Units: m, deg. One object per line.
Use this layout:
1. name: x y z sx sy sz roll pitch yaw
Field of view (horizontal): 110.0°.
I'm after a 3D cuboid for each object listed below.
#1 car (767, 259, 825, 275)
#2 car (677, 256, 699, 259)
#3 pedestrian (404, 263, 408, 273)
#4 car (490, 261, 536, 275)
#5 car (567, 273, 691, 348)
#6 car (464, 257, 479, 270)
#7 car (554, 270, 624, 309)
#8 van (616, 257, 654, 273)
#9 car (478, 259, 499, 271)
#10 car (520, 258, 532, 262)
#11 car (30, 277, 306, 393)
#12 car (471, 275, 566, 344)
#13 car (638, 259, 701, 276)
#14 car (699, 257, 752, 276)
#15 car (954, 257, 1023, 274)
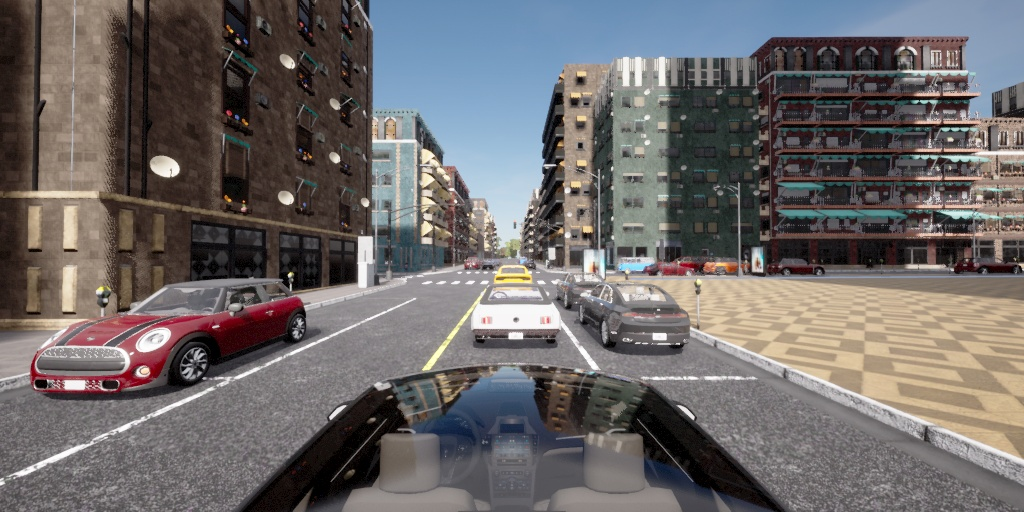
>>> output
1. car: 24.699 0.935 31.185 4.097 1.591 1.967 0 0 0
2. car: 19.215 0.977 39.593 5.009 1.841 2.192 0 0 0
3. pedestrian: -12.618 1.097 42.714 0.375 1.860 0.375 0 0 0
4. car: 0.055 1.233 19.056 1.882 1.535 5.008 0 0 0
5. car: 2.805 1.303 9.020 2.007 1.370 4.403 0 0 0
6. car: -5.800 1.083 52.804 2.192 1.841 5.009 0 0 0
7. car: 2.793 1.304 14.590 2.007 1.370 4.403 0 0 0
8. van: 13.688 1.046 39.620 3.998 1.789 1.690 0 0 0
9. car: -3.222 1.368 50.474 1.895 1.301 4.718 0 0 1
10. car: 2.580 1.334 52.782 1.948 1.339 4.313 0 0 0
11. car: -5.830 1.191 6.765 1.967 1.591 4.097 0 0 0
12. car: 0.082 1.353 9.603 1.895 1.301 4.718 0 0 0
13. car: 13.644 1.163 31.240 4.207 1.307 1.802 0 0 0
14. car: 20.749 0.917 33.819 4.553 1.767 2.097 0 -1 0
15. car: 41.281 0.811 31.102 4.097 1.591 1.967 0 0 0
